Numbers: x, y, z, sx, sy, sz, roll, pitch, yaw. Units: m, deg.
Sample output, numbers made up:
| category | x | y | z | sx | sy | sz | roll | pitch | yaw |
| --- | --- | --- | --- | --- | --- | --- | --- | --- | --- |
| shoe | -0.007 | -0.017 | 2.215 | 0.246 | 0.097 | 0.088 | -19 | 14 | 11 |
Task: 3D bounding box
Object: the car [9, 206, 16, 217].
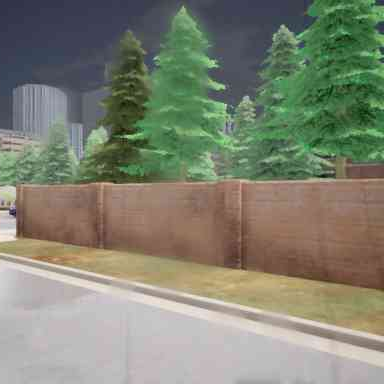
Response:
| category | x | y | z | sx | sy | sz | roll | pitch | yaw |
| --- | --- | --- | --- | --- | --- | --- | --- | --- | --- |
| car | -14.013 | 1.491 | 30.417 | 1.882 | 1.535 | 5.008 | 0 | 0 | 35 |
